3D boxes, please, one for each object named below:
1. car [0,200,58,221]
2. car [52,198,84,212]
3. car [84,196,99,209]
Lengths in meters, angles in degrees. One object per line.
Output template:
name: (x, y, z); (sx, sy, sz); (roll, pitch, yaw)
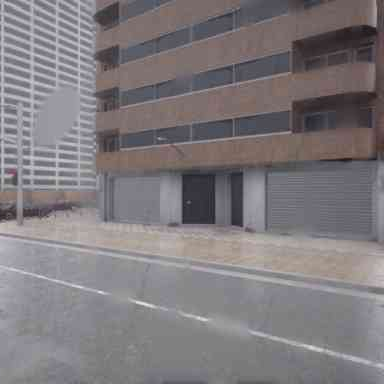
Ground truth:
car: (-13.768, 1.601, 26.889); (1.895, 1.301, 4.718); (0, 0, 35)
car: (-15.137, 1.477, 37.555); (1.882, 1.535, 5.008); (0, 0, 35)
car: (-13.813, 1.564, 45.595); (1.994, 1.385, 4.181); (0, 0, 35)
